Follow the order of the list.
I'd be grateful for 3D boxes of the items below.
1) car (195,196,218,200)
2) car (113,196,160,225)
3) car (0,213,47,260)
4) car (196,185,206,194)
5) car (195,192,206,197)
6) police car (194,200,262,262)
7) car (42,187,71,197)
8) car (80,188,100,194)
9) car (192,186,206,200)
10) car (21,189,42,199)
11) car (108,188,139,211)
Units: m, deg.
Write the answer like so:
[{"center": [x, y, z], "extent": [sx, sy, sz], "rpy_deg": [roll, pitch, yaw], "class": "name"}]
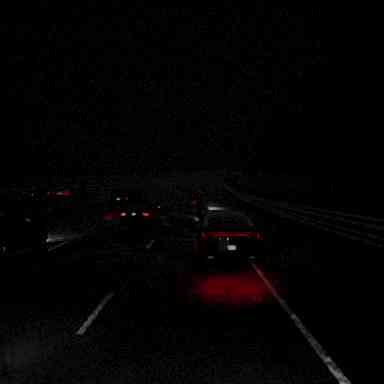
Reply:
[{"center": [1.263, 1.230, 21.409], "extent": [1.812, 1.442, 4.674], "rpy_deg": [0, 1, 1], "class": "car"}, {"center": [-3.196, 1.257, 21.160], "extent": [2.033, 1.411, 5.357], "rpy_deg": [0, 1, 1], "class": "car"}, {"center": [-6.825, 1.418, 11.732], "extent": [1.994, 1.385, 4.181], "rpy_deg": [0, 1, 1], "class": "car"}, {"center": [1.887, -0.496, 66.016], "extent": [1.837, 1.490, 4.892], "rpy_deg": [0, 3, 4], "class": "car"}, {"center": [1.392, 1.076, 27.334], "extent": [1.837, 1.490, 4.892], "rpy_deg": [0, 1, 1], "class": "car"}, {"center": [1.116, 1.282, 11.634], "extent": [1.930, 1.638, 5.238], "rpy_deg": [0, 1, 1], "class": "police car"}, {"center": [-19.973, 0.108, 49.879], "extent": [2.097, 1.767, 4.553], "rpy_deg": [0, 2, 3], "class": "car"}, {"center": [-16.320, 0.076, 53.262], "extent": [1.882, 1.535, 5.008], "rpy_deg": [0, 3, 3], "class": "car"}, {"center": [1.093, 0.318, 49.003], "extent": [1.812, 1.442, 4.674], "rpy_deg": [0, 2, 3], "class": "car"}, {"center": [-23.491, 0.274, 49.590], "extent": [1.837, 1.490, 4.892], "rpy_deg": [0, 3, 3], "class": "car"}, {"center": [-6.435, 0.660, 32.167], "extent": [2.150, 2.045, 5.566], "rpy_deg": [0, 2, 2], "class": "car"}]
